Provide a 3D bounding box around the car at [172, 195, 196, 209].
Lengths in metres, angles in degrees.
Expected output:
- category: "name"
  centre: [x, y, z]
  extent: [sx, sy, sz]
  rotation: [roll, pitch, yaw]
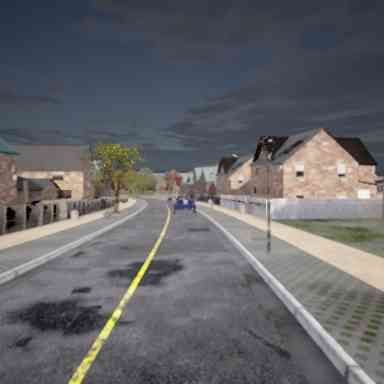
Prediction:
- category: "car"
  centre: [-0.714, 0.958, 30.351]
  extent: [2.097, 1.767, 4.553]
  rotation: [0, 0, -3]
